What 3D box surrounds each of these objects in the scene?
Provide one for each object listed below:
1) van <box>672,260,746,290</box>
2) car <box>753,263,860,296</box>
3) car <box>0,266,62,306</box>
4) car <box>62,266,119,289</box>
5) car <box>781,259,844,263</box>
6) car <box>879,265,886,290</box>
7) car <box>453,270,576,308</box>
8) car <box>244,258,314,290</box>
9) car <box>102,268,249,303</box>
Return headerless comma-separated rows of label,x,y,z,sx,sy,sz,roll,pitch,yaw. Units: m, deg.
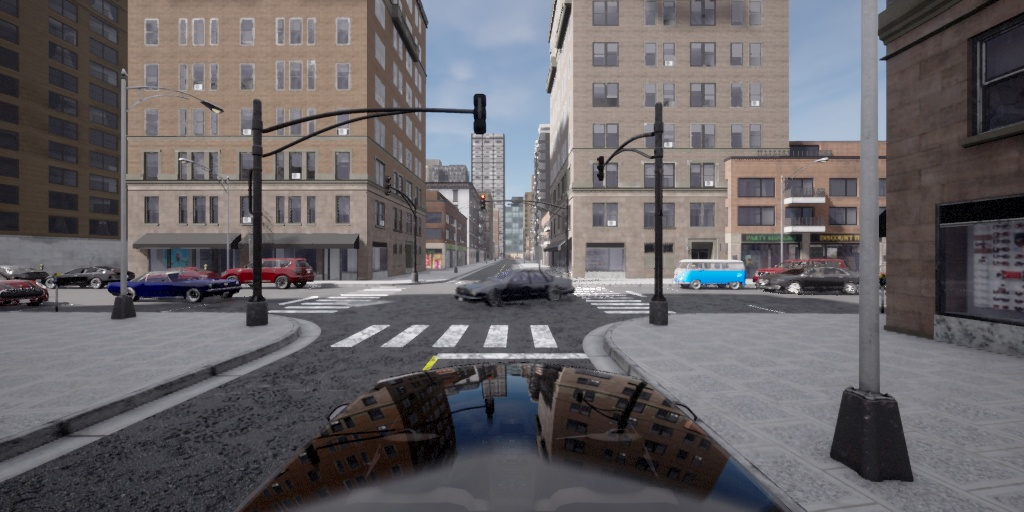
van,12.038,1.108,21.942,3.998,1.789,1.690,0,0,0
car,15.862,1.277,19.163,4.892,1.490,1.837,1,0,0
car,-20.457,1.179,13.604,4.097,1.591,1.967,0,0,0
car,-25.956,1.299,22.162,4.313,1.339,1.948,0,0,0
car,17.634,1.086,21.910,5.009,1.841,2.192,0,0,0
car,23.230,1.216,21.877,4.097,1.591,1.967,0,0,0
car,0.248,1.301,15.477,5.357,1.411,2.033,0,0,-32
car,-14.909,1.059,22.098,5.009,1.841,2.192,0,0,0
car,-15.000,1.345,16.155,4.718,1.301,1.895,0,0,3
